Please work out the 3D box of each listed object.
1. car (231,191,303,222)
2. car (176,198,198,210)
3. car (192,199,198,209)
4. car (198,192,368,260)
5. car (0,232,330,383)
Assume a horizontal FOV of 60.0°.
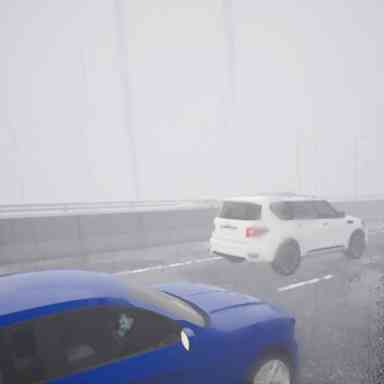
[{"bbox_3d":[5.742,0.999,25.129,5.566,2.045,2.150,-1,0,-35],"label":"car"},{"bbox_3d":[0.891,1.264,30.275,5.008,1.535,1.882,-1,0,-35],"label":"car"},{"bbox_3d":[2.723,1.390,27.290,4.718,1.301,1.895,-1,0,-35],"label":"car"},{"bbox_3d":[3.140,1.122,10.246,5.566,2.045,2.150,-1,1,-35],"label":"car"},{"bbox_3d":[-1.111,1.468,2.945,5.008,1.535,1.882,-1,1,-35],"label":"car"}]
